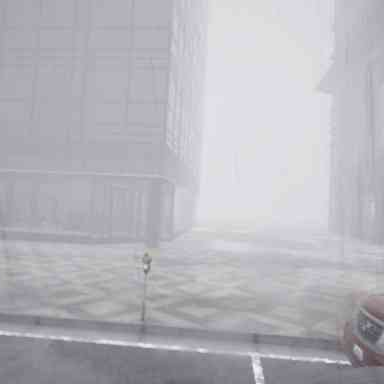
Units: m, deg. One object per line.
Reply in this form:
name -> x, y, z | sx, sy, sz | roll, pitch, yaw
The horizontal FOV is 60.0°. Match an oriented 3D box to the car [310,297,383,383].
car -> 3.082, 1.773, 2.041 | 4.892, 1.490, 1.837 | 2, -3, 6

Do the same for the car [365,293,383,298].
car -> 4.554, 1.744, 3.861 | 5.009, 1.841, 2.192 | 2, -3, 6
